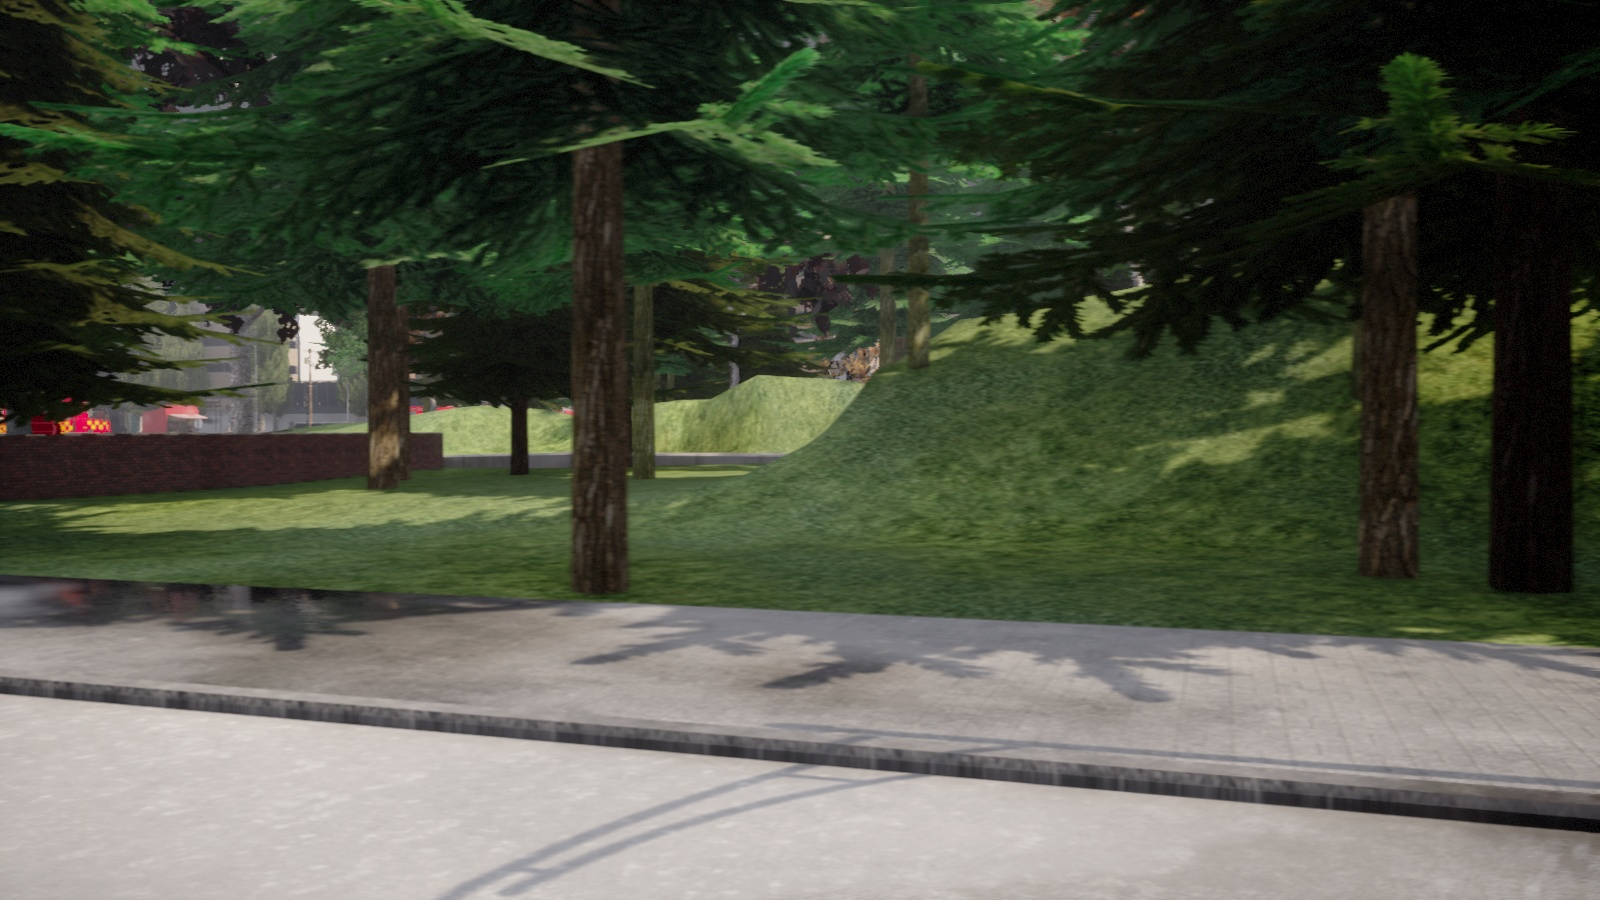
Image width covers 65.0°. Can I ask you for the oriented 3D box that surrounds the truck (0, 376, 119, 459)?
[{"bbox_3d":[-37.548,-1.535,60.675,2.891,3.827,8.468,1,1,19],"label":"truck"}]
